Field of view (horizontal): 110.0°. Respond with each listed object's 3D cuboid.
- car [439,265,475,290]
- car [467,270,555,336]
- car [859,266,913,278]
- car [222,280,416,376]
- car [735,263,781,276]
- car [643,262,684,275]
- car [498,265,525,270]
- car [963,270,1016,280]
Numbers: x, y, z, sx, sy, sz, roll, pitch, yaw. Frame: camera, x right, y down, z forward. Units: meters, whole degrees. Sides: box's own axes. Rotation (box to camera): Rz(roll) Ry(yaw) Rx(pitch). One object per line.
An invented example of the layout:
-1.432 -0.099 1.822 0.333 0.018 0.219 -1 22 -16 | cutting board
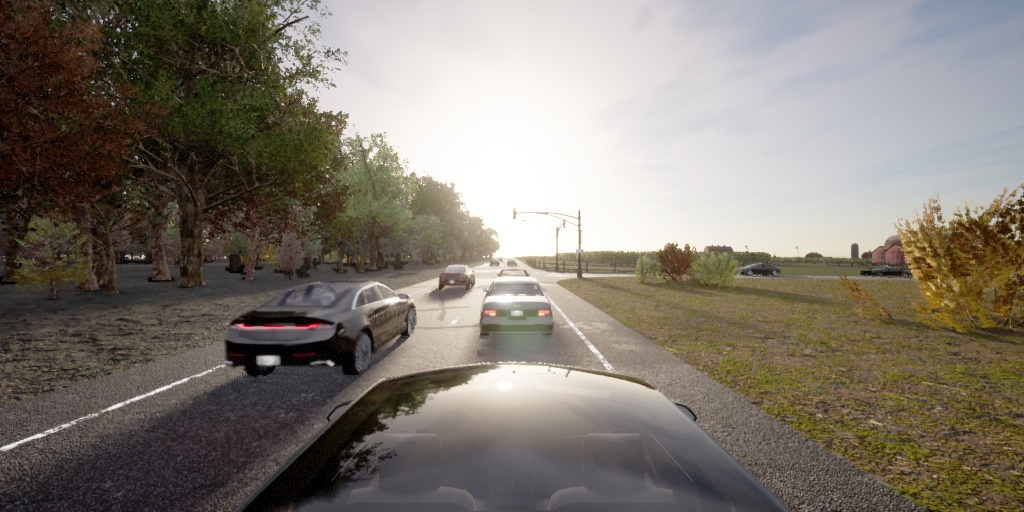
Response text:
-3.415 1.280 22.666 1.812 1.442 4.674 0 0 0 | car
0.090 1.300 10.368 2.033 1.411 5.357 0 0 0 | car
44.221 1.891 42.494 4.718 1.301 1.895 1 -1 1 | car
-3.405 1.243 7.433 2.128 1.511 4.902 0 0 0 | car
29.122 1.629 42.577 4.892 1.490 1.837 0 -1 0 | car
17.973 1.496 42.642 4.902 1.511 2.128 1 -1 1 | car
0.086 1.355 20.017 1.895 1.301 4.718 0 0 0 | car
51.394 1.909 38.858 4.718 1.301 1.895 1 -1 1 | car
